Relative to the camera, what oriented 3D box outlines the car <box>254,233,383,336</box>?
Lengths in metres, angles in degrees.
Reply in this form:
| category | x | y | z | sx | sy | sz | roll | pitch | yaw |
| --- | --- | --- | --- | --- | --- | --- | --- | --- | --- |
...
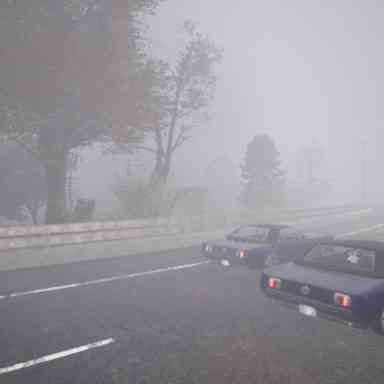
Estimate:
| category | x | y | z | sx | sy | sz | roll | pitch | yaw |
| --- | --- | --- | --- | --- | --- | --- | --- | --- | --- |
| car | 3.592 | 1.629 | 6.779 | 4.718 | 1.301 | 1.895 | 0 | 0 | -39 |

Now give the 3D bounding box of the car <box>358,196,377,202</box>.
| category | x | y | z | sx | sy | sz | roll | pitch | yaw |
| --- | --- | --- | --- | --- | --- | --- | --- | --- | --- |
| car | 39.378 | 1.629 | 75.684 | 2.128 | 1.511 | 4.902 | 0 | 0 | 6 |

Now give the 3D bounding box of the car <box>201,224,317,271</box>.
| category | x | y | z | sx | sy | sz | roll | pitch | yaw |
| --- | --- | --- | --- | --- | --- | --- | --- | --- | --- |
| car | 2.634 | 1.654 | 10.513 | 4.718 | 1.301 | 1.895 | 0 | 0 | -39 |

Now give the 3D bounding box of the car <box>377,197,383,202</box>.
| category | x | y | z | sx | sy | sz | roll | pitch | yaw |
| --- | --- | --- | --- | --- | --- | --- | --- | --- | --- |
| car | 42.837 | 1.683 | 75.157 | 1.895 | 1.301 | 4.718 | 0 | 0 | 6 |
